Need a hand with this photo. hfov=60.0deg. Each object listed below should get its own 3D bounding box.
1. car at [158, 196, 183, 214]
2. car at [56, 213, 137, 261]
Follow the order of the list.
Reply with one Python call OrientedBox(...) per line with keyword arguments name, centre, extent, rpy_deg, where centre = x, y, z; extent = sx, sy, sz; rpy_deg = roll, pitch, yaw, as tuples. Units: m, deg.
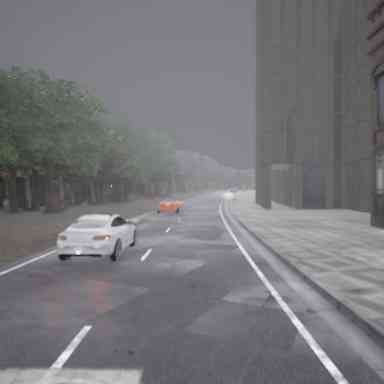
OrientedBox(name="car", centre=(-2.168, 1.221, 34.041), extent=(2.097, 1.767, 4.553), rpy_deg=(0, 0, 4))
OrientedBox(name="car", centre=(-3.221, 1.478, 11.898), extent=(1.812, 1.442, 4.674), rpy_deg=(0, 0, 1))
